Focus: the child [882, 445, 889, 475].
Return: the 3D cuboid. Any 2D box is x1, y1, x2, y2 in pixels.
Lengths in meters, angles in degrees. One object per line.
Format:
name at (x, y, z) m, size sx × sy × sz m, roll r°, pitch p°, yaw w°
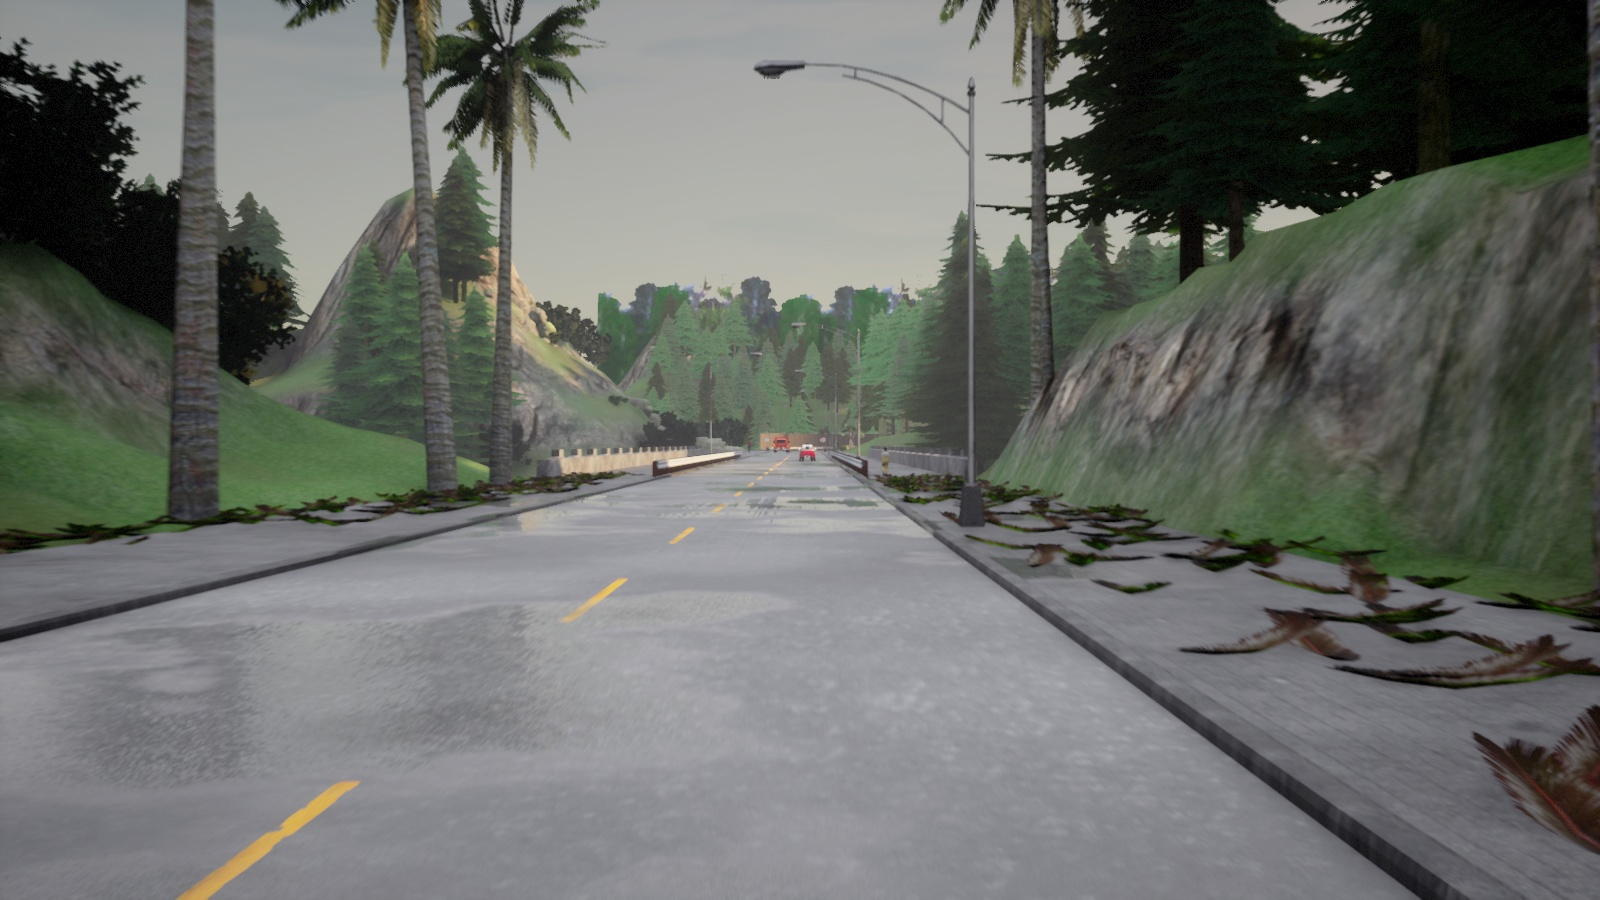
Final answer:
child at (3.656, 0.438, 53.787) m, size 0.270 × 1.263 × 0.437 m, roll 0°, pitch 0°, yaw 2°
